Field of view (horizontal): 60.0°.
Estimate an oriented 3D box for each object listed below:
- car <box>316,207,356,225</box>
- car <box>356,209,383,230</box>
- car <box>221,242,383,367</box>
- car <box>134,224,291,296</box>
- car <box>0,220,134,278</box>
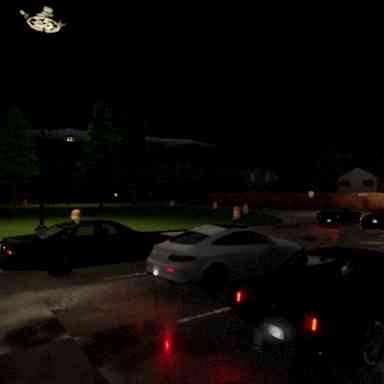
[{"bbox_3d":[11.590,1.842,26.074,1.895,1.301,4.718,0,0,43],"label":"car"},{"bbox_3d":[12.813,1.788,21.474,4.181,1.385,1.994,1,0,-35],"label":"car"},{"bbox_3d":[2.965,1.657,5.859,4.718,1.301,1.895,1,0,-35],"label":"car"},{"bbox_3d":[1.068,1.584,8.805,4.674,1.442,1.812,1,0,-35],"label":"car"},{"bbox_3d":[-2.903,1.582,10.271,5.357,1.411,2.033,1,0,-35],"label":"car"}]
